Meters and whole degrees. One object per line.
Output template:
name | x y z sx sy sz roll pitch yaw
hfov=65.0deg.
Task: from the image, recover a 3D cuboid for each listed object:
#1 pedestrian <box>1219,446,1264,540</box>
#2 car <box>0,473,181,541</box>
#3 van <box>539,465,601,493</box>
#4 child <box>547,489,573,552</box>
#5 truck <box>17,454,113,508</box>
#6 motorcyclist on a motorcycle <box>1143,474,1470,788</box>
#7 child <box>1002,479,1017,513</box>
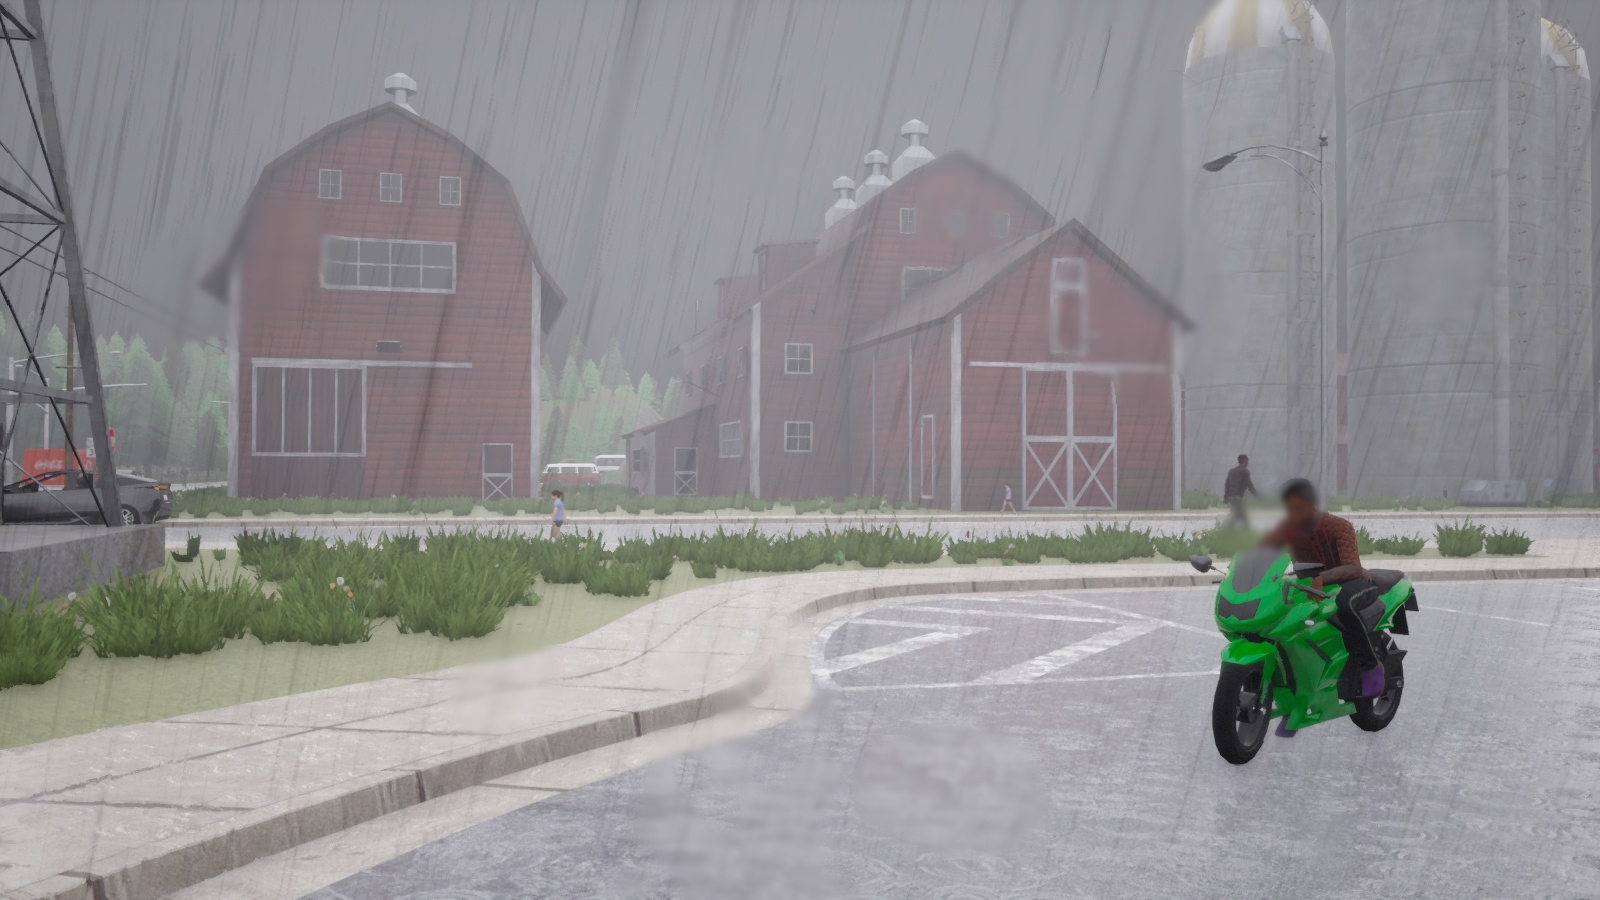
pedestrian | 8.762 0.852 24.925 0.703 1.840 0.431 0 -1 -14
car | -17.472 1.334 29.985 4.514 1.525 2.007 0 -1 -15
van | -17.421 2.174 95.091 4.480 2.038 2.069 0 -1 -15
child | -4.218 1.237 22.076 0.394 1.110 0.255 0 -1 5
truck | -35.317 1.483 60.529 2.627 2.467 5.204 0 -1 -14
motorcyclist on a motorcycle | 2.901 0.904 7.094 2.044 1.523 0.797 1 -1 -39
child | 6.932 1.519 41.583 0.394 1.110 0.255 0 -1 -16
